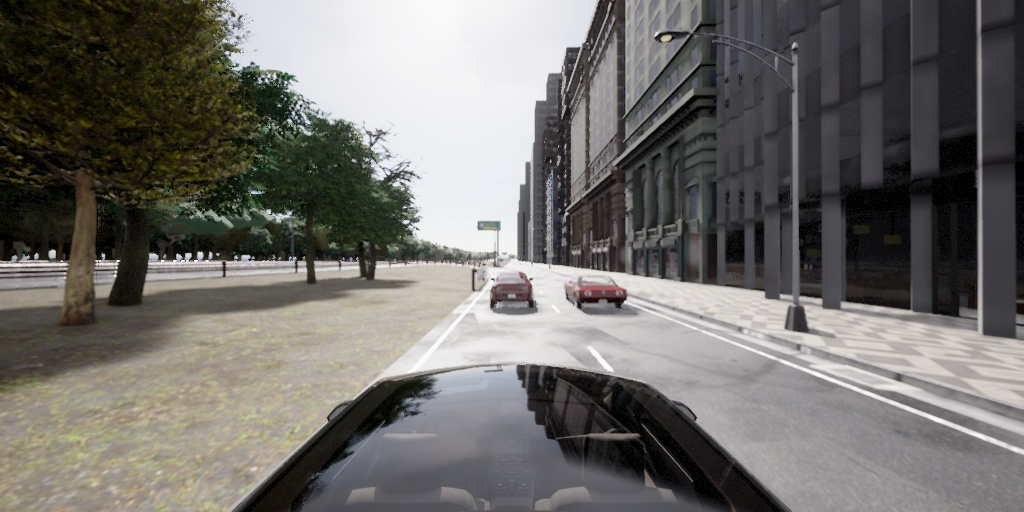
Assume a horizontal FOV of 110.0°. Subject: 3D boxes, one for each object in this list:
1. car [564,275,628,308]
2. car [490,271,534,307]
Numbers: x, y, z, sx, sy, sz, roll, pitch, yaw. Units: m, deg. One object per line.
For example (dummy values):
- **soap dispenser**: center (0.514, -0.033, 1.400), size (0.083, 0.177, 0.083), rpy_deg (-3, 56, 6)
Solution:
- **car**: center (3.501, 1.483, 15.955), size (1.895, 1.301, 4.718), rpy_deg (0, 0, 0)
- **car**: center (0.004, 1.411, 16.252), size (1.812, 1.442, 4.674), rpy_deg (0, 0, 0)
